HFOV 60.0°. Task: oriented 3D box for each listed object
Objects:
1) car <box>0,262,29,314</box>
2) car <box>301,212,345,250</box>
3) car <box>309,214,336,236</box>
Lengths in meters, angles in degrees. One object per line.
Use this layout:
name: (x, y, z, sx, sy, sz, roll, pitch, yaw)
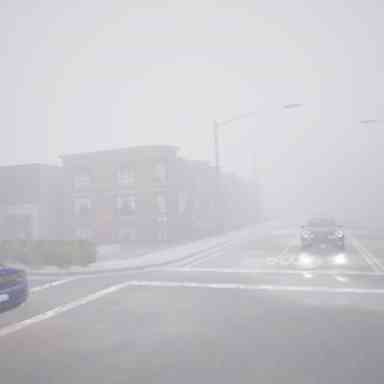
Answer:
car: (-6.221, 2.190, 7.847, 5.008, 1.535, 1.882, -3, -4, 22)
car: (7.337, 2.205, 18.728, 2.097, 1.767, 4.553, -4, -4, 21)
car: (11.209, 2.777, 28.520, 1.882, 1.535, 5.008, -4, -4, 22)
